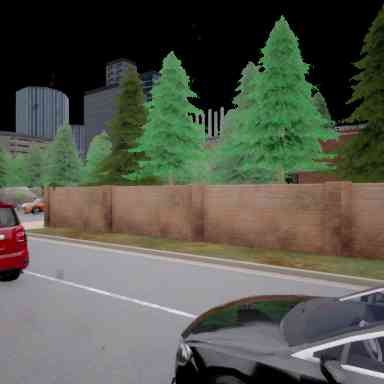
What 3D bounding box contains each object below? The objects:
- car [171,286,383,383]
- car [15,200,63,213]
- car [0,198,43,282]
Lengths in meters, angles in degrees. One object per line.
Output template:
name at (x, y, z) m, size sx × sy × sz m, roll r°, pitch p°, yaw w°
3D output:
car at (2.052, 1.491, 2.529) m, size 4.902 × 1.511 × 2.128 m, roll 0°, pitch 0°, yaw 36°
car at (-17.368, 1.601, 37.927) m, size 1.895 × 1.301 × 4.718 m, roll 0°, pitch 0°, yaw 35°
car at (-6.420, 1.221, 8.540) m, size 5.566 × 2.045 × 2.150 m, roll 0°, pitch 0°, yaw 36°
